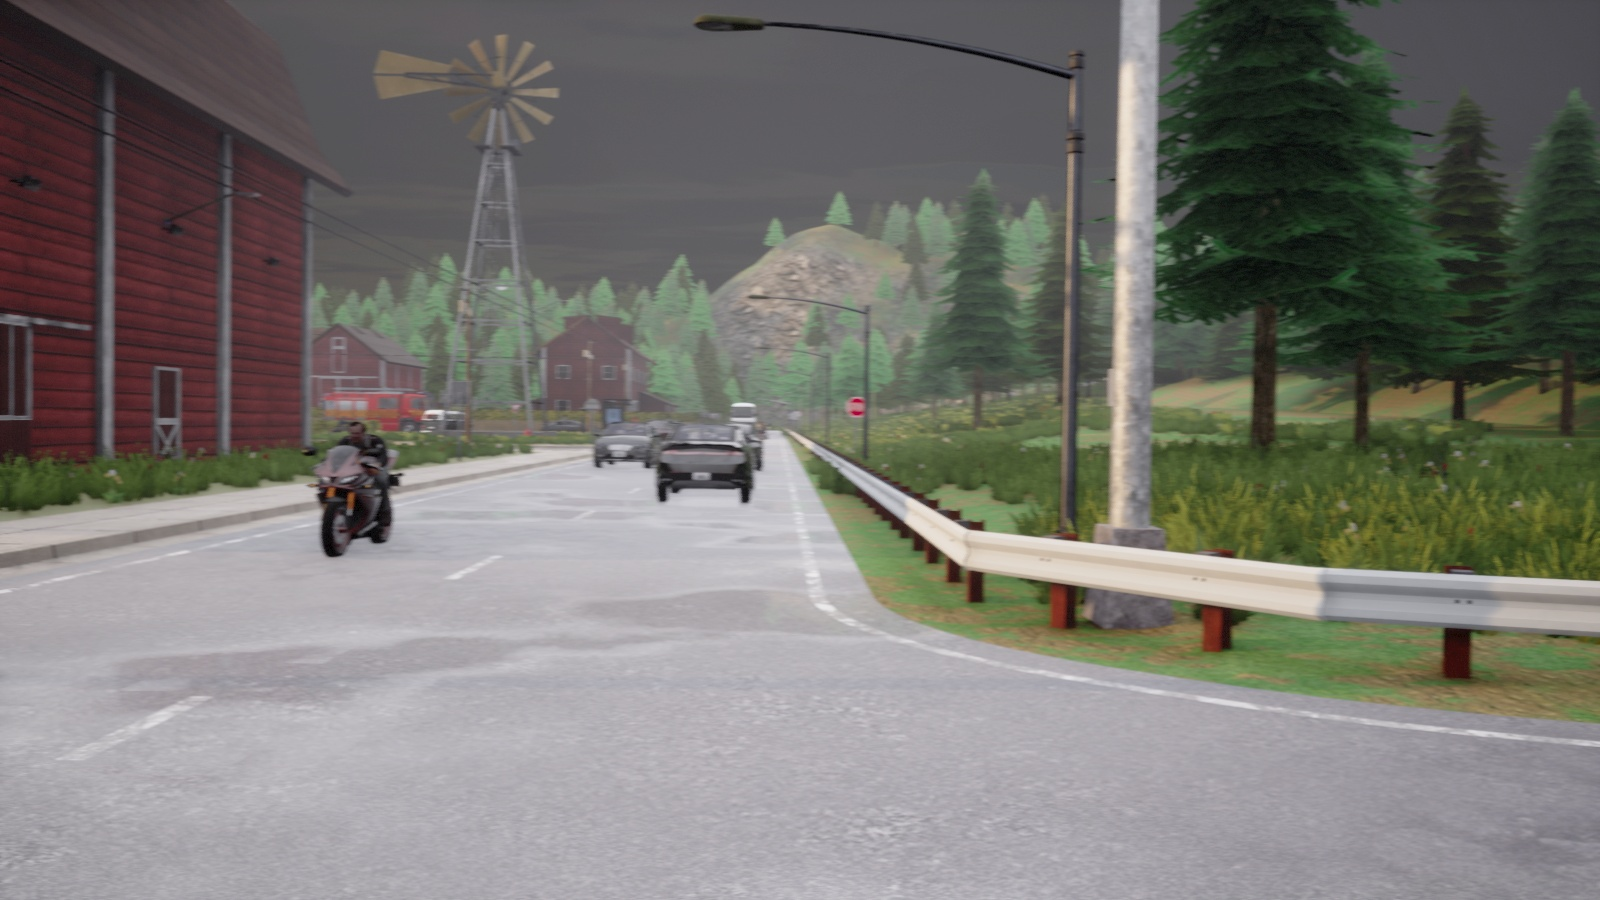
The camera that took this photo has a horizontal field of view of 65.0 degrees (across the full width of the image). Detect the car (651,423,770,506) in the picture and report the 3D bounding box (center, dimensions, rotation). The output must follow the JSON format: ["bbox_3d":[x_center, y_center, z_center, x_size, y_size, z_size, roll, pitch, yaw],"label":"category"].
[{"bbox_3d":[-1.695,0.215,25.497,2.128,1.511,4.902,0,1,-1],"label":"car"}]

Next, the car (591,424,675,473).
[{"bbox_3d":[-5.418,-0.108,41.365,2.128,1.511,4.902,0,1,-1],"label":"car"}]

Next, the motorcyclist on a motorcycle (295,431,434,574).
[{"bbox_3d":[-5.039,0.555,14.711,0.866,1.530,2.191,0,1,-1],"label":"motorcyclist on a motorcycle"}]

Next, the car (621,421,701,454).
[{"bbox_3d":[-7.277,-0.669,66.270,2.033,1.649,4.856,1,2,24],"label":"car"}]

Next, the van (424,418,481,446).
[{"bbox_3d":[-25.685,-1.338,92.995,2.069,2.038,4.480,0,1,16],"label":"van"}]

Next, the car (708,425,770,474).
[{"bbox_3d":[-1.919,-0.075,40.984,1.837,1.490,4.892,0,1,-1],"label":"car"}]
